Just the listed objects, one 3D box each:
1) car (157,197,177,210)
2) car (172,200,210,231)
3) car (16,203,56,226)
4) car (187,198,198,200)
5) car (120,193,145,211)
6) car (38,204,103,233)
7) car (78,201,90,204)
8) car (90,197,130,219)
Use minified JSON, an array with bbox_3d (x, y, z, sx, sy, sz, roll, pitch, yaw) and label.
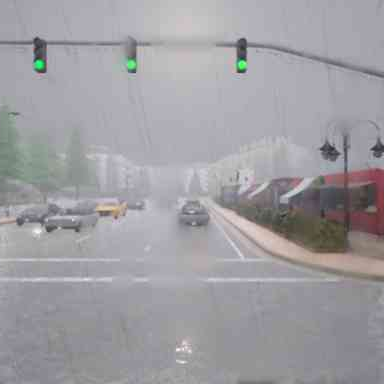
[{"bbox_3d":[-3.397,1.503,42.945,2.128,1.511,4.902,0,0,0],"label":"car"},{"bbox_3d":[0.103,1.505,20.463,2.128,1.511,4.902,0,0,0],"label":"car"},{"bbox_3d":[-10.592,1.531,23.657,1.812,1.442,4.674,0,0,0],"label":"car"},{"bbox_3d":[0.102,1.519,43.101,1.837,1.490,4.892,0,0,0],"label":"car"},{"bbox_3d":[-7.062,1.361,40.887,2.097,1.767,4.553,0,0,0],"label":"car"},{"bbox_3d":[-7.088,1.609,20.017,1.895,1.301,4.718,0,0,0],"label":"car"},{"bbox_3d":[-10.586,1.568,33.913,1.994,1.385,4.181,0,0,0],"label":"car"},{"bbox_3d":[-7.081,1.486,29.253,1.882,1.535,5.008,0,0,0],"label":"car"}]
